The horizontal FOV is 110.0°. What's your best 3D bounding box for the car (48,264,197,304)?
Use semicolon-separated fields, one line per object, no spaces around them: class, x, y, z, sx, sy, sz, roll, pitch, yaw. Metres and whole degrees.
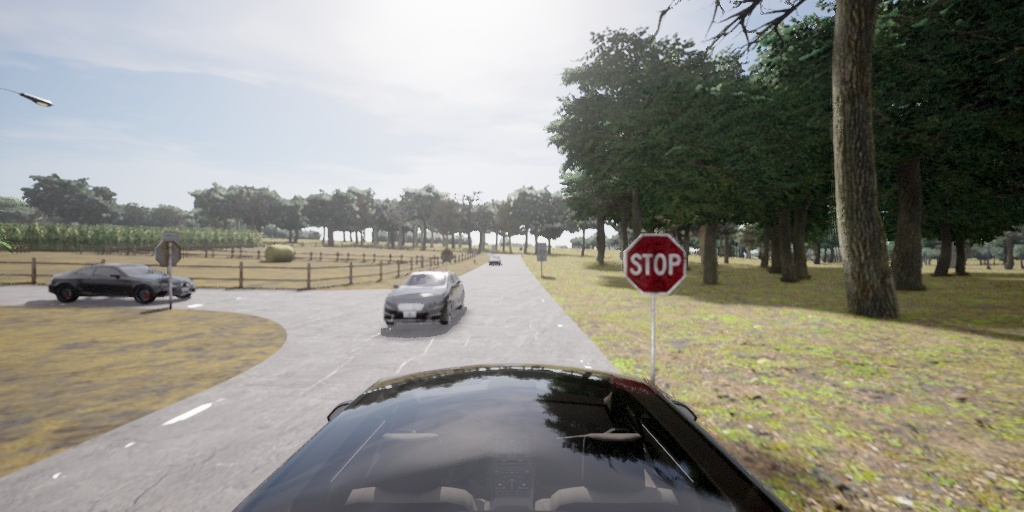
car;-15.318;1.034;14.213;4.674;1.442;1.812;1;0;-1

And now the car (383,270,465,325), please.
car;-2.713;1.250;11.995;2.128;1.511;4.902;0;1;0

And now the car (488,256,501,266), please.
car;-2.585;0.685;54.799;2.033;1.411;5.357;0;1;0
